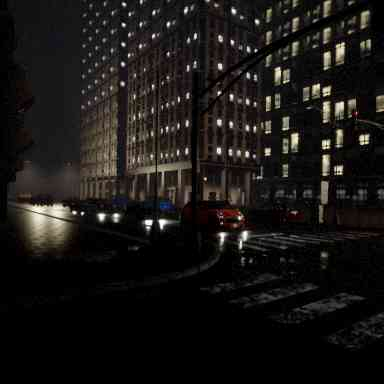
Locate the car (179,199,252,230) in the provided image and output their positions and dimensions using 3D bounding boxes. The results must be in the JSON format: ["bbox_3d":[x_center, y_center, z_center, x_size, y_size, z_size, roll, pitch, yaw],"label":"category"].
[{"bbox_3d":[1.144,1.303,20.531,2.097,1.767,4.553,1,-1,-35],"label":"car"}]

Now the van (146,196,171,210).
[{"bbox_3d":[-4.017,1.382,37.787,1.690,1.788,3.998,1,-1,-35],"label":"van"}]

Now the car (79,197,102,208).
[{"bbox_3d":[-14.821,1.496,48.434,1.812,1.442,4.674,1,-1,-35],"label":"car"}]

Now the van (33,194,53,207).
[{"bbox_3d":[-20.663,1.197,46.746,1.690,1.788,3.998,1,-1,-35],"label":"van"}]

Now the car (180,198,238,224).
[{"bbox_3d":[1.224,1.359,25.946,2.097,1.767,4.553,1,-1,-36],"label":"car"}]

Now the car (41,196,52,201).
[{"bbox_3d":[-36.743,1.570,83.827,1.802,1.307,4.206,1,-1,-35],"label":"car"}]

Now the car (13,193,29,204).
[{"bbox_3d":[-30.480,1.155,60.559,2.192,1.841,5.009,1,-1,-35],"label":"car"}]

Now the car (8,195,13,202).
[{"bbox_3d":[-37.028,1.396,69.765,1.947,1.339,4.313,1,-1,-35],"label":"car"}]

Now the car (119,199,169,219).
[{"bbox_3d":[-4.060,1.502,27.845,1.994,1.385,4.181,1,-1,-35],"label":"car"}]

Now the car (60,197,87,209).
[{"bbox_3d":[-15.915,1.404,44.608,2.128,1.511,4.902,1,-1,-35],"label":"car"}]

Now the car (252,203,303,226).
[{"bbox_3d":[5.798,1.505,23.973,1.967,1.590,4.097,1,-1,-35],"label":"car"}]

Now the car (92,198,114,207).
[{"bbox_3d":[-13.838,1.586,51.598,1.947,1.339,4.313,1,-1,-35],"label":"car"}]

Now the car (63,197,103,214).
[{"bbox_3d":[-10.851,1.427,32.931,2.008,1.369,4.403,1,-1,-35],"label":"car"}]

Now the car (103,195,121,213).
[{"bbox_3d":[-9.926,1.402,36.113,1.882,1.535,5.008,1,-1,-36],"label":"car"}]

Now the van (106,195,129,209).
[{"bbox_3d":[-10.561,1.368,46.996,1.690,1.788,3.998,1,-1,-35],"label":"van"}]

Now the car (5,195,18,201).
[{"bbox_3d":[-40.299,1.377,74.370,2.008,1.369,4.403,1,-1,-35],"label":"car"}]

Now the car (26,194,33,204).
[{"bbox_3d":[-23.940,1.432,51.348,1.802,1.307,4.206,1,-1,-35],"label":"car"}]

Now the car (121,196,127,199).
[{"bbox_3d":[-7.293,1.584,42.389,2.008,1.369,4.403,1,-1,-35],"label":"car"}]
